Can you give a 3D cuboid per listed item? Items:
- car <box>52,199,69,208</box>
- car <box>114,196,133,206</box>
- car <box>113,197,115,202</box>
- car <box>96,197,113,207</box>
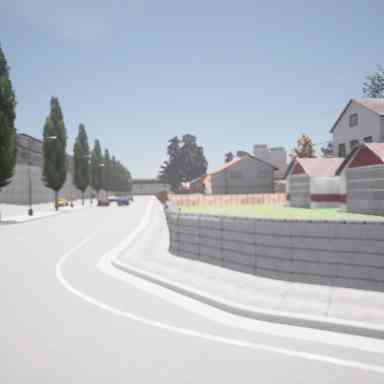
[{"bbox_3d":[-23.993,1.990,60.711,1.882,1.535,5.008,-1,0,-6],"label":"car"},{"bbox_3d":[-12.269,1.727,59.681,1.882,1.535,5.008,-1,0,-7],"label":"car"},{"bbox_3d":[-17.572,1.725,74.410,1.895,1.301,4.718,-1,0,-7],"label":"car"},{"bbox_3d":[-15.732,1.860,59.173,1.812,1.442,4.674,-1,0,-7],"label":"car"}]
